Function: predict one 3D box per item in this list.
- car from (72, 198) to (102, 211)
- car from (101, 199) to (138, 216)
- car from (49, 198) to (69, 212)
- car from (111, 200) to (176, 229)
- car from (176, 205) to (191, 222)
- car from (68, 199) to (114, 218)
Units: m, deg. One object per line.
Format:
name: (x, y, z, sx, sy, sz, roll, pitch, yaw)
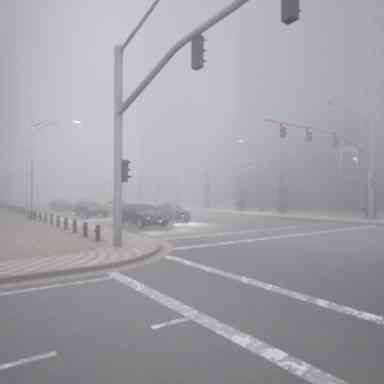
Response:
car: (-13.458, 1.573, 42.400, 2.033, 1.411, 5.357, 0, 0, -35)
car: (-7.512, 1.502, 33.876, 1.882, 1.535, 5.008, 0, 0, -35)
car: (-15.245, 1.482, 38.842, 1.882, 1.535, 5.008, 0, 0, -35)
car: (-3.319, 1.509, 21.929, 1.837, 1.490, 4.892, 0, 0, -36)
car: (-1.849, 1.589, 25.878, 1.994, 1.385, 4.181, 0, 0, -36)
car: (-9.288, 1.551, 30.312, 2.033, 1.411, 5.357, 0, 0, -35)
